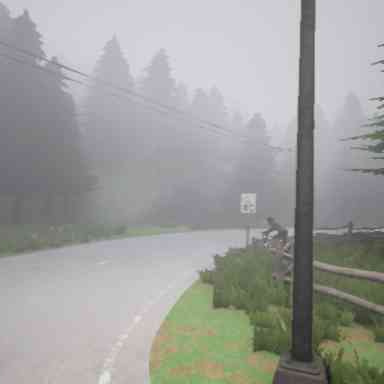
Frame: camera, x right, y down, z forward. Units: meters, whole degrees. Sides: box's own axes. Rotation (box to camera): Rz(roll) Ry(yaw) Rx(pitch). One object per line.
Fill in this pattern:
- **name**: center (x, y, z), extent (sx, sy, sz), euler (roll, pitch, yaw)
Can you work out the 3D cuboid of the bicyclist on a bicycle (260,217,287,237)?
- **bicyclist on a bicycle**: center (3.397, 1.877, 13.798), extent (1.656, 1.620, 0.582), euler (0, -2, 31)
